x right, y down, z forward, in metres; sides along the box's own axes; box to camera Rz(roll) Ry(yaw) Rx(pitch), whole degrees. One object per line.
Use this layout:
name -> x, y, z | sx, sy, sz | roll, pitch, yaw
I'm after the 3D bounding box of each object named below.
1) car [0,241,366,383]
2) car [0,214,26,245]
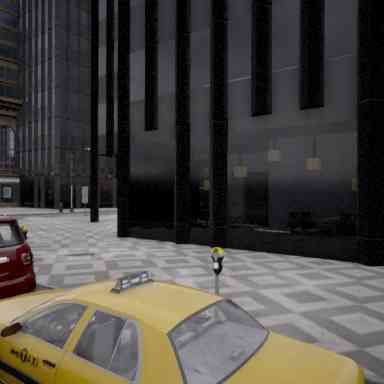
car -> -0.814, 1.525, 3.531 | 4.829, 1.417, 1.752 | 0, 0, 35
car -> -5.109, 1.313, 6.560 | 5.009, 1.841, 2.192 | 0, 0, 35
